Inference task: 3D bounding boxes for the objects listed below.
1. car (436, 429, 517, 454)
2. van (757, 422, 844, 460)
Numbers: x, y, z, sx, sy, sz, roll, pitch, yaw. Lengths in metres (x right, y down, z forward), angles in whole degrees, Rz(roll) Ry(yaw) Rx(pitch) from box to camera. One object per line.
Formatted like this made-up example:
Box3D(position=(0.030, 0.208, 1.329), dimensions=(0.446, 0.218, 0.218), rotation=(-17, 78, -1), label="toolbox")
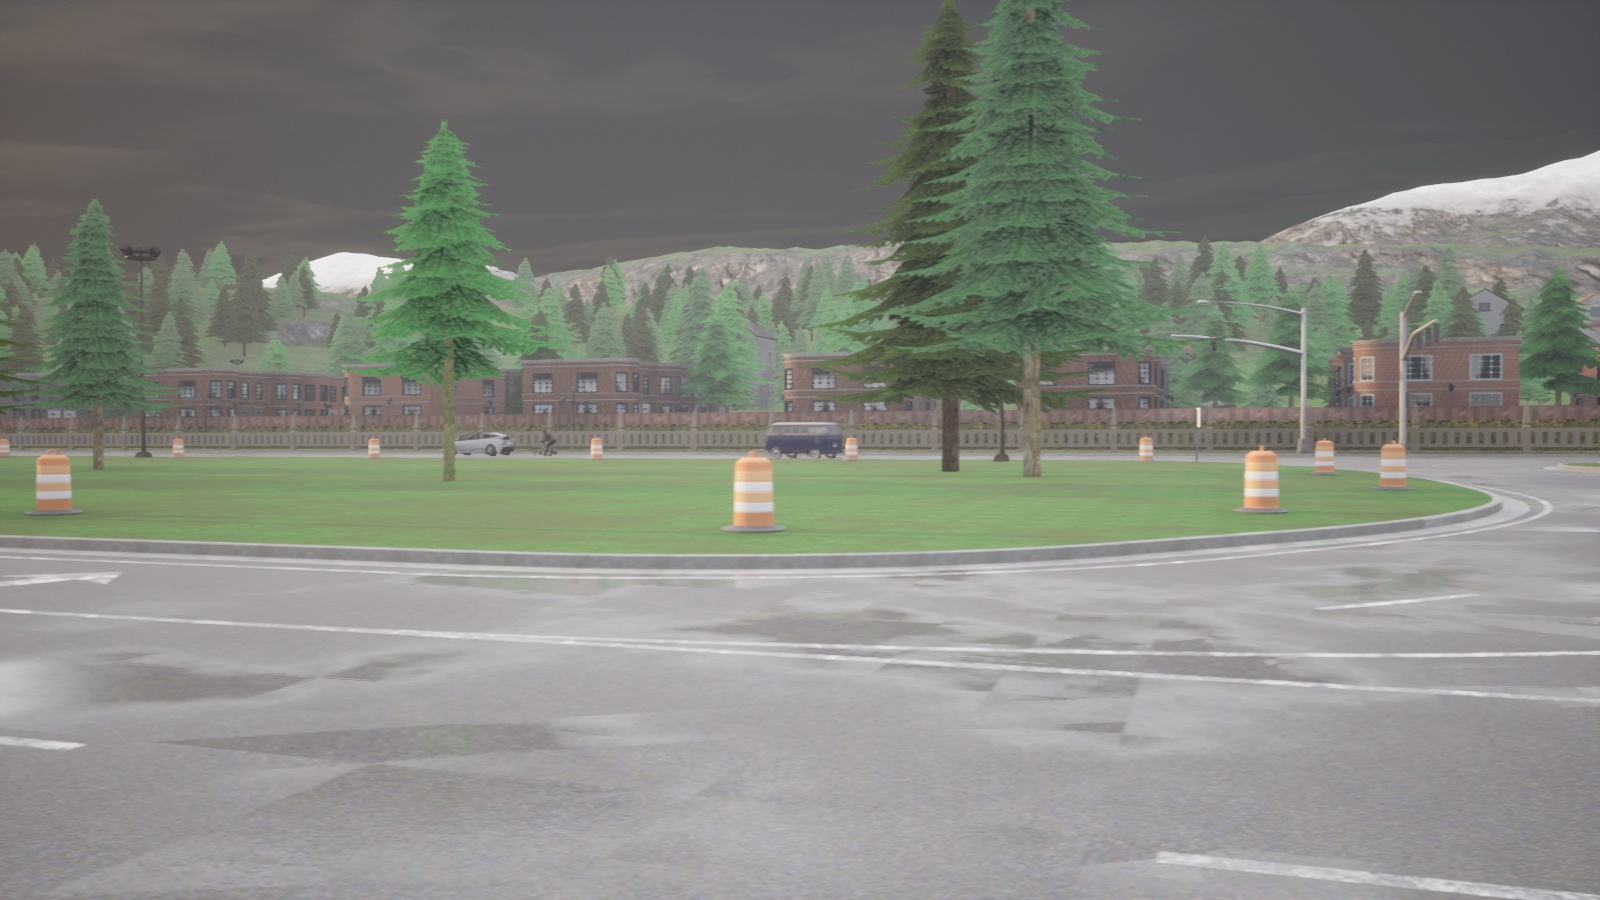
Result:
Box3D(position=(-20.244, -0.562, 78.654), dimensions=(4.514, 1.525, 2.007), rotation=(1, 1, 18), label="car")
Box3D(position=(0.014, -0.501, 67.497), dimensions=(4.442, 1.987, 1.775), rotation=(1, 1, 35), label="van")
